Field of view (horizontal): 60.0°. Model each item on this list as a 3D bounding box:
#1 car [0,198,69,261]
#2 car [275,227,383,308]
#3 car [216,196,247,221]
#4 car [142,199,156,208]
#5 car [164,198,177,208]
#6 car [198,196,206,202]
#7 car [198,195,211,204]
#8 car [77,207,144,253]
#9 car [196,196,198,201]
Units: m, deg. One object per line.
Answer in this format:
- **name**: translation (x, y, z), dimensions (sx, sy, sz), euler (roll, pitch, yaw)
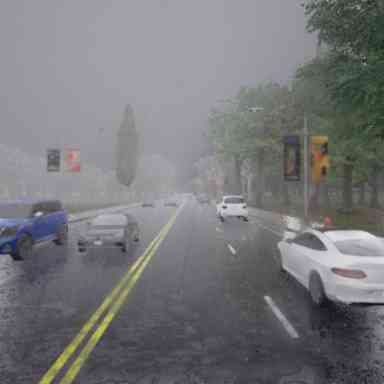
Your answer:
- **car**: translation (-6.614, 1.280, 12.831), dimensions (2.150, 2.045, 5.566), euler (0, 0, 0)
- **car**: translation (3.342, 1.561, 7.869), dimensions (1.812, 1.442, 4.674), euler (0, 0, 0)
- **car**: translation (3.296, 1.350, 28.258), dimensions (2.150, 2.045, 5.566), euler (0, 0, 0)
- **car**: translation (-6.729, 1.800, 52.565), dimensions (2.033, 1.411, 5.357), euler (0, 0, 0)
- **car**: translation (-3.491, 1.742, 54.752), dimensions (1.882, 1.535, 5.008), euler (0, 0, 0)
- **car**: translation (2.762, 1.996, 93.643), dimensions (1.837, 1.490, 4.892), euler (0, 0, -1)
- **car**: translation (2.957, 1.713, 71.604), dimensions (2.097, 1.767, 4.553), euler (0, 0, 0)
- **car**: translation (-3.367, 1.592, 14.242), dimensions (1.812, 1.442, 4.674), euler (0, 0, 0)
- **car**: translation (2.866, 1.647, 82.670), dimensions (2.150, 2.045, 5.566), euler (0, 0, -1)
